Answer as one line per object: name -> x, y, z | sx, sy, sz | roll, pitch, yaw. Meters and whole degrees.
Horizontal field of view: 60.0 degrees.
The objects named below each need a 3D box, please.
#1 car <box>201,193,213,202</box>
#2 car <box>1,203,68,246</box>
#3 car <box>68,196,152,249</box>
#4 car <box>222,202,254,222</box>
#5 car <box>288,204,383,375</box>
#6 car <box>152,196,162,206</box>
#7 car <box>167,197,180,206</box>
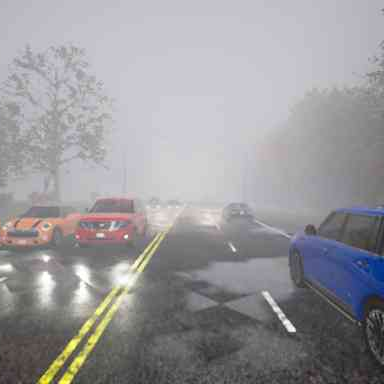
car -> 3.840, 1.527, 77.393 | 1.994, 1.385, 4.181 | 0, -1, 1
car -> -6.580, 1.352, 15.146 | 2.097, 1.767, 4.553 | 0, 0, 0
car -> -3.329, 1.221, 14.899 | 2.150, 2.045, 5.566 | 0, 0, 0
car -> 3.462, 1.483, 25.599 | 2.033, 1.411, 5.357 | 2, 0, 0
car -> 3.365, 1.210, 5.605 | 2.150, 2.045, 5.566 | 0, 1, 0
car -> -6.240, 1.498, 56.675 | 1.837, 1.490, 4.892 | 0, 0, 1
car -> -3.015, 1.557, 55.141 | 1.994, 1.385, 4.181 | 0, 0, 1
